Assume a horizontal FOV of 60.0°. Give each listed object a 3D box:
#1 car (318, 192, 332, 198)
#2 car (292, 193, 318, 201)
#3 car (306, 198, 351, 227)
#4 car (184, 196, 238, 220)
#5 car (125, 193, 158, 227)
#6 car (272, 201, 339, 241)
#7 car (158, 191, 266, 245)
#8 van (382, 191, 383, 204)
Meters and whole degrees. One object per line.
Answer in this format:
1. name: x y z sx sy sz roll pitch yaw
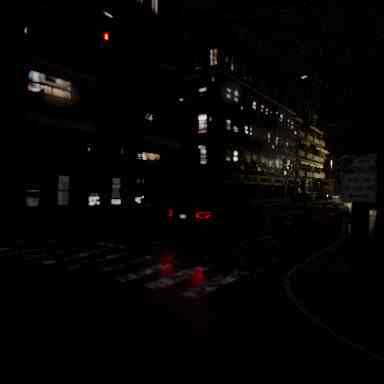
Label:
1. car: 20.708 0.652 52.062 1.947 1.339 4.313 2 2 35
2. car: 14.300 0.813 42.949 1.947 1.339 4.313 2 2 35
3. car: 8.316 1.260 19.871 1.802 1.307 4.206 2 2 35
4. car: 1.484 1.115 24.721 1.887 1.381 4.507 2 2 35
5. car: -1.717 0.966 20.158 2.192 1.841 5.009 2 2 35
6. car: 5.112 1.325 15.314 1.947 1.339 4.313 2 2 35
7. car: 1.273 0.980 14.752 2.150 2.045 5.566 1 1 37
8. van: 21.136 0.696 38.092 1.690 1.788 3.998 2 2 35
